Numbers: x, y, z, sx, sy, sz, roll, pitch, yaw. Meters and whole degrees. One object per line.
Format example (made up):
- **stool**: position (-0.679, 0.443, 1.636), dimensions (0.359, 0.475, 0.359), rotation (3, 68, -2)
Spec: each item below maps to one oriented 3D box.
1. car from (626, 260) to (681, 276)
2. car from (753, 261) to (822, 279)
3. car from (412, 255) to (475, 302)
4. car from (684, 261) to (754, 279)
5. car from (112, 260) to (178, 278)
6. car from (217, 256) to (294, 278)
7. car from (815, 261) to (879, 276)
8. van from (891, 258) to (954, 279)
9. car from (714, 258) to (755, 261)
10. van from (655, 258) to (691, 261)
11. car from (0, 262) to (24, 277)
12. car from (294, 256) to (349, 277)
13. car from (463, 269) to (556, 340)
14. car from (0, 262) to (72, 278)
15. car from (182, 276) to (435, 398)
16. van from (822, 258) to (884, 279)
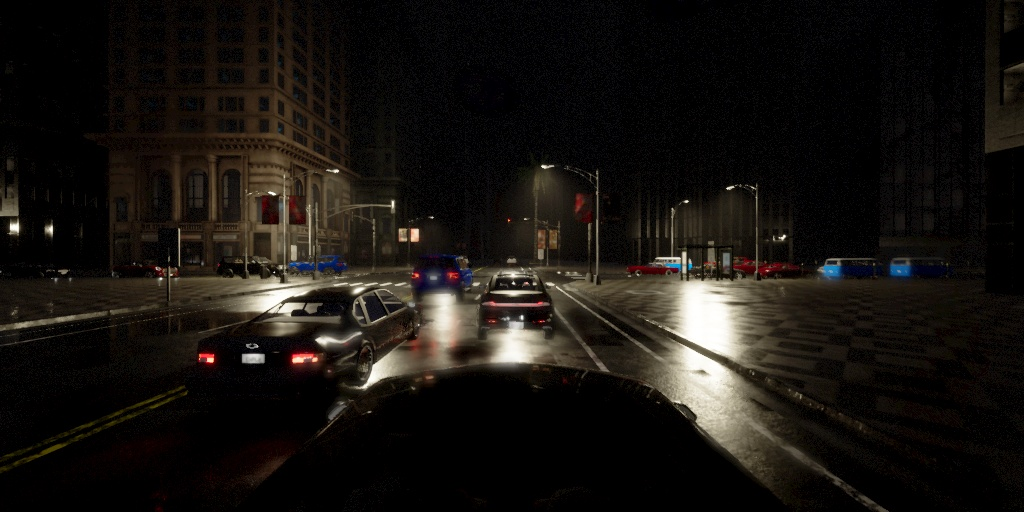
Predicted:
- **car**: position (13.877, 1.334, 35.673), dimensions (4.718, 1.301, 1.895), rotation (0, 0, 2)
- **car**: position (22.734, 1.326, 29.819), dimensions (4.207, 1.307, 1.802), rotation (0, 0, 0)
- **car**: position (-3.159, 0.972, 17.127), dimensions (2.150, 2.045, 5.566), rotation (0, 0, 0)
- **car**: position (17.056, 1.298, 29.815), dimensions (4.403, 1.370, 2.007), rotation (0, 0, 0)
- **car**: position (-33.178, 1.138, 32.541), dimensions (4.553, 1.767, 2.097), rotation (0, 0, 0)
- **car**: position (-23.459, 0.996, 32.492), dimensions (5.566, 2.045, 2.150), rotation (0, 0, 0)
- **car**: position (33.261, 1.247, 35.683), dimensions (4.674, 1.442, 1.812), rotation (0, 0, 1)
- **van**: position (34.088, 1.079, 29.830), dimensions (3.998, 1.789, 1.690), rotation (0, 0, 0)
- **car**: position (23.319, 1.204, 35.679), dimensions (5.008, 1.535, 1.882), rotation (0, 0, 0)
- **van**: position (17.047, 1.064, 38.340), dimensions (3.998, 1.789, 1.690), rotation (0, 0, 0)
- **car**: position (-52.175, 1.365, 35.819), dimensions (4.181, 1.385, 1.994), rotation (0, 0, 0)
- **car**: position (-19.129, 0.984, 35.340), dimensions (5.566, 2.045, 2.150), rotation (0, 1, -2)
- **car**: position (0.088, 1.240, 9.956), dimensions (2.128, 1.511, 4.902), rotation (0, 0, 0)
- **car**: position (-43.161, 1.290, 32.590), dimensions (4.902, 1.511, 2.128), rotation (0, 0, 0)
- **car**: position (-3.150, 1.297, 6.886), dimensions (2.033, 1.411, 5.357), rotation (0, 0, 0)
- **van**: position (28.411, 1.081, 29.825), dimensions (3.998, 1.789, 1.690), rotation (0, 0, 0)
